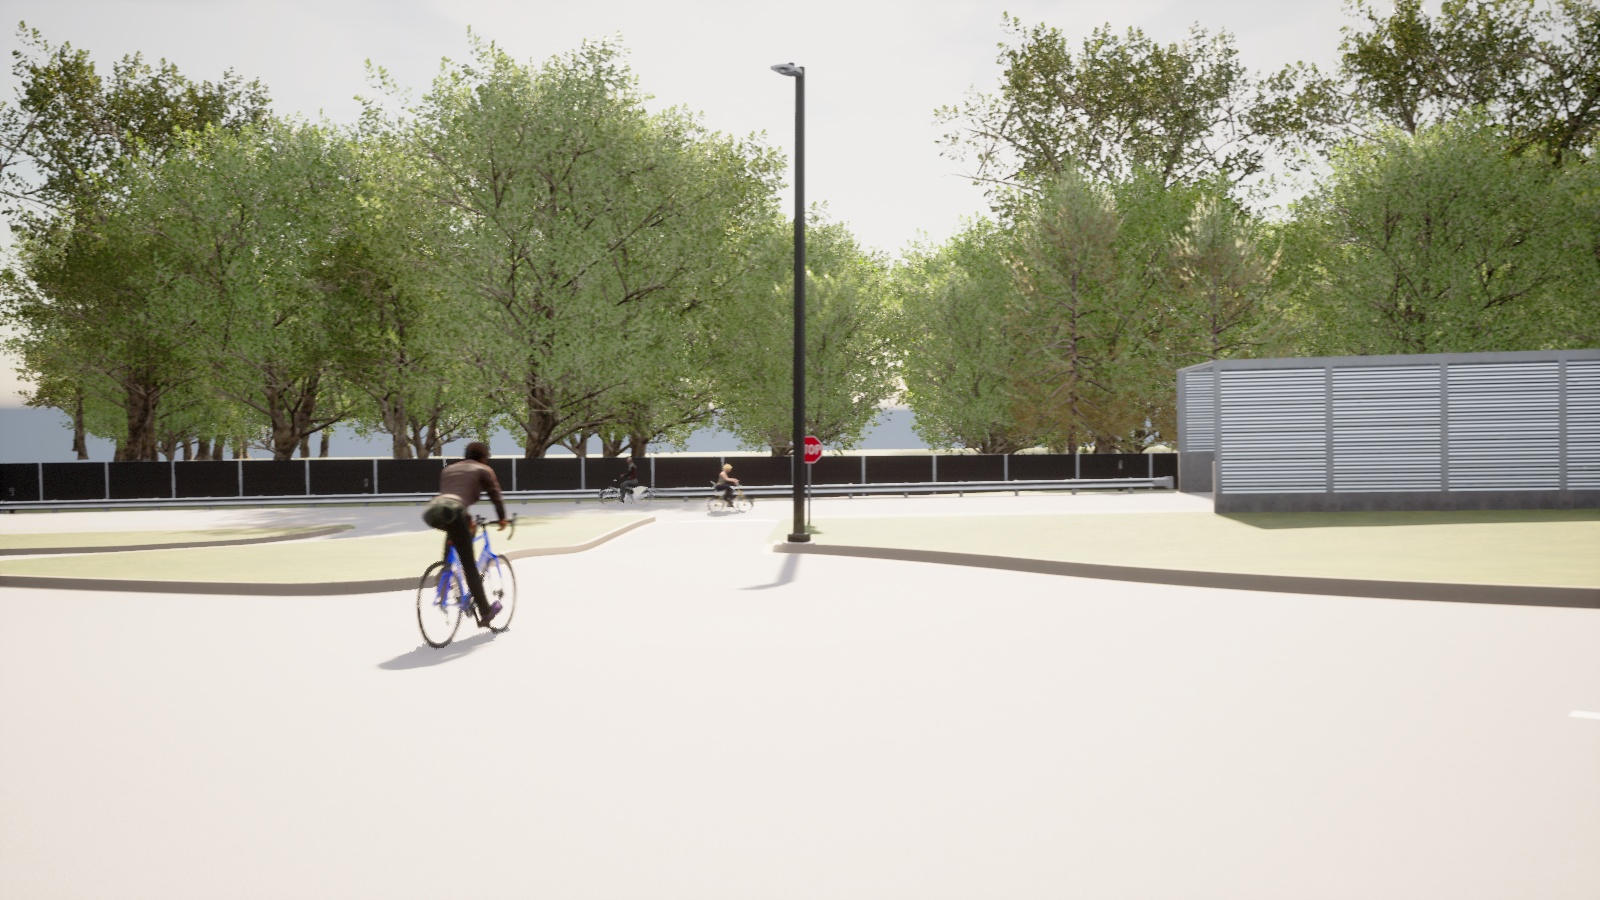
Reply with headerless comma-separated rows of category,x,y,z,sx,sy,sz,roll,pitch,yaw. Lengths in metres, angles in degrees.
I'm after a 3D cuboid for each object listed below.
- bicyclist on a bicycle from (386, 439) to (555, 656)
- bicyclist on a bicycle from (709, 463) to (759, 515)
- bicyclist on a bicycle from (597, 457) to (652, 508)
bicyclist on a bicycle,-2.633,0.750,10.229,0.582,1.620,1.656,-2,-2,14
bicyclist on a bicycle,-2.137,1.257,41.001,1.509,1.612,0.866,-1,2,4
bicyclist on a bicycle,-6.244,1.160,44.739,1.843,1.776,0.659,-1,2,3
